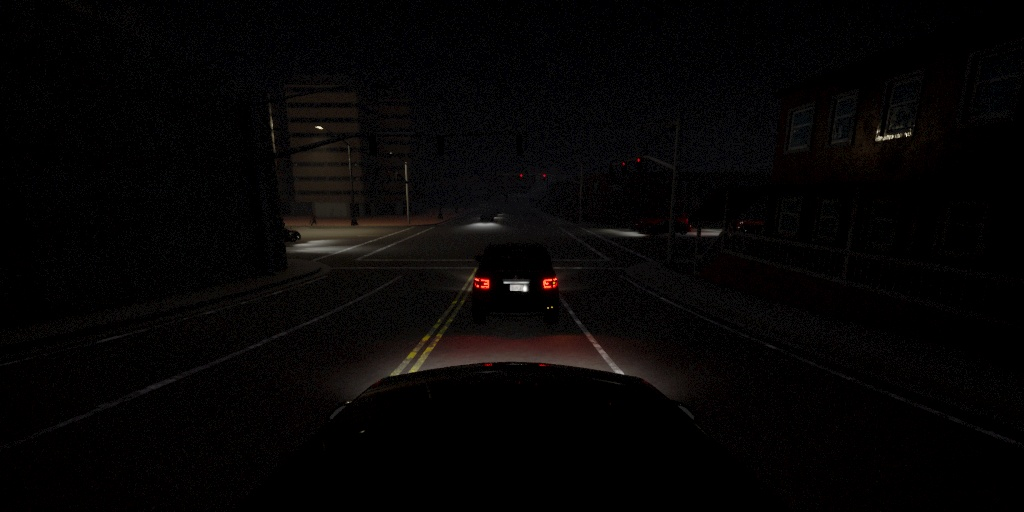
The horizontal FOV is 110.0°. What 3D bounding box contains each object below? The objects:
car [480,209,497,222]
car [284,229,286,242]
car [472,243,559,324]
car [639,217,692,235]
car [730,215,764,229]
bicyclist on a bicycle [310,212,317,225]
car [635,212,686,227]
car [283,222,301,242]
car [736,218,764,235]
[{"bbox_3d":[-3.752,-5.887,54.128,1.895,1.301,4.718,0,10,0],"label":"car"},{"bbox_3d":[-19.924,-1.235,26.183,4.902,1.511,2.128,0,10,0],"label":"car"},{"bbox_3d":[0.058,0.601,10.749,2.150,2.045,5.566,0,4,-1],"label":"car"},{"bbox_3d":[15.944,-2.982,36.730,4.674,1.442,1.812,0,10,0],"label":"car"},{"bbox_3d":[27.031,-3.736,40.149,4.553,1.767,2.097,0,10,0],"label":"car"},{"bbox_3d":[-25.398,-4.790,45.850,0.582,1.620,1.656,0,10,0],"label":"bicyclist on a bicycle"},{"bbox_3d":[16.750,-3.871,40.134,5.566,2.045,2.150,0,10,0],"label":"car"},{"bbox_3d":[-20.119,-1.810,29.628,4.892,1.490,1.837,0,10,0],"label":"car"},{"bbox_3d":[26.182,-2.902,36.744,4.718,1.301,1.895,0,10,0],"label":"car"}]
